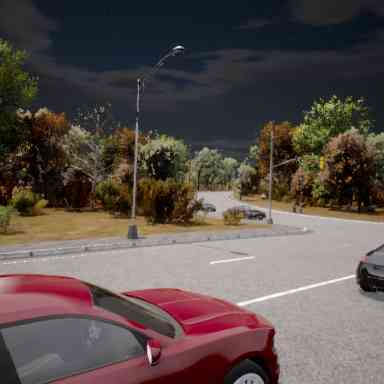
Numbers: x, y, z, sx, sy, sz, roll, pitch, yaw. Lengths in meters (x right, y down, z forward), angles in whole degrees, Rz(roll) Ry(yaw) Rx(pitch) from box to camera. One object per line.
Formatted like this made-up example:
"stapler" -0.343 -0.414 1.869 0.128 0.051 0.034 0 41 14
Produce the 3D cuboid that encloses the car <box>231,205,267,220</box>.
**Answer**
"car" 5.798 2.179 36.053 2.033 1.411 5.357 3 -1 -26

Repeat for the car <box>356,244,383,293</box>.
"car" 5.777 1.665 7.922 4.181 1.385 1.994 1 -1 -35

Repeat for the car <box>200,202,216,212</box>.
"car" 1.926 2.040 46.712 1.994 1.385 4.181 3 1 -17

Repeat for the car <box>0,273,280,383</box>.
"car" -1.371 1.479 2.768 5.008 1.535 1.882 0 0 -36
